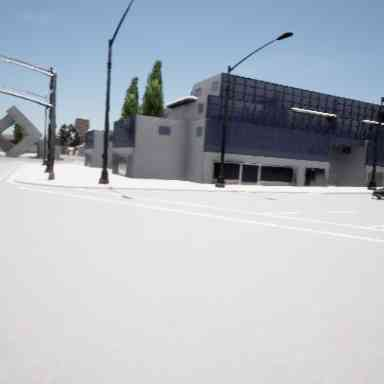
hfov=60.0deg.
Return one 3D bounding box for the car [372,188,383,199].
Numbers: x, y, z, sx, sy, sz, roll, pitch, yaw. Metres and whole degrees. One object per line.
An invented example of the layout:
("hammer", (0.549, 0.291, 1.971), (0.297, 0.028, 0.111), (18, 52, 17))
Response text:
("car", (18.021, -0.002, 28.657), (5.357, 1.411, 2.033), (0, 6, -26))
